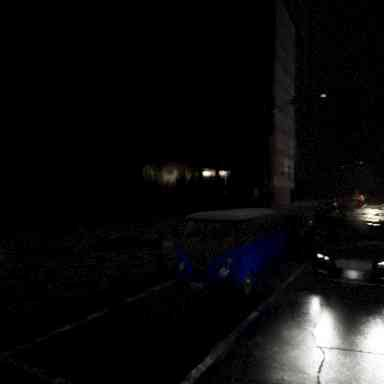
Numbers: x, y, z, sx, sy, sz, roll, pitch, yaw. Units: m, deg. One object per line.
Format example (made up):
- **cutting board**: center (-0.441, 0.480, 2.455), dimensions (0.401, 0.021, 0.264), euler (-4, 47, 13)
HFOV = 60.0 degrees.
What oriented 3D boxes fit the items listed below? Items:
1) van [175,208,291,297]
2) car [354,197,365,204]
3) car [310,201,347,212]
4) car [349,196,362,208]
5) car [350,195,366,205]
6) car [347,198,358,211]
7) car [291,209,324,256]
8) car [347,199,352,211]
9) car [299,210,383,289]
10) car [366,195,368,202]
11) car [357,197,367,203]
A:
- **van**: center (1.119, 1.335, 8.414), dimensions (1.690, 1.788, 3.998), euler (0, 0, 29)
- **car**: center (34.029, 1.782, 67.537), dimensions (1.947, 1.339, 4.313), euler (0, 0, 29)
- **car**: center (9.346, 1.471, 23.196), dimensions (1.967, 1.590, 4.097), euler (0, 0, 29)
- **car**: center (22.976, 1.636, 47.681), dimensions (1.752, 1.417, 4.829), euler (0, 0, 29)
- **car**: center (25.802, 1.451, 52.756), dimensions (2.192, 1.841, 5.009), euler (0, 0, 29)
- **car**: center (17.574, 1.658, 37.976), dimensions (1.802, 1.307, 4.206), euler (0, 0, 29)
- **car**: center (3.859, 1.569, 13.341), dimensions (1.947, 1.339, 4.313), euler (0, 0, 29)
- **car**: center (12.088, 1.591, 28.122), dimensions (1.887, 1.381, 4.507), euler (0, 0, 29)
- **car**: center (4.638, 1.501, 9.244), dimensions (2.128, 1.511, 4.902), euler (0, 0, 29)
- **car**: center (31.288, 1.504, 62.611), dimensions (2.192, 1.841, 5.009), euler (0, 0, 29)
- **car**: center (39.515, 1.816, 77.390), dimensions (1.887, 1.381, 4.507), euler (0, 0, 29)
